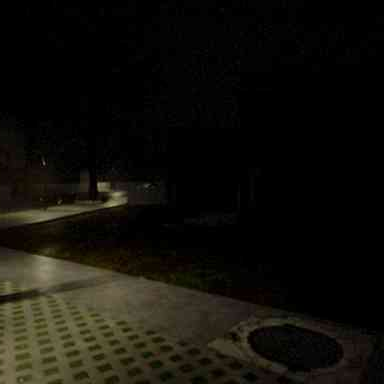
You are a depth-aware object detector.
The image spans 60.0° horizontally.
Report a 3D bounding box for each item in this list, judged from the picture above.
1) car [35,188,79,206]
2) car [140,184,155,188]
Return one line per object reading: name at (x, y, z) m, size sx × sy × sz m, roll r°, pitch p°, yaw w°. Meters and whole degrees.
car at (-12.303, 0.350, 30.805) m, size 1.882 × 1.535 × 5.008 m, roll 2°, pitch 3°, yaw 11°
car at (-7.566, -0.656, 56.543) m, size 1.812 × 1.442 × 4.674 m, roll 2°, pitch 3°, yaw 10°
